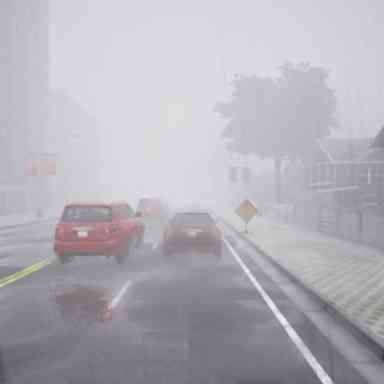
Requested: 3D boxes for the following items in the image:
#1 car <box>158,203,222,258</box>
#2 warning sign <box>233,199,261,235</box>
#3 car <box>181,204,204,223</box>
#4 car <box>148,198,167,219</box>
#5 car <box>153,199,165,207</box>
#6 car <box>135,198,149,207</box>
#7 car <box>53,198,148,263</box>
[{"bbox_3d":[0.025,1.482,13.434,2.097,1.767,4.553,0,-1,1],"label":"car"},{"bbox_3d":[2.861,1.286,17.508,1.300,1.860,1.060,0,0,0],"label":"warning sign"},{"bbox_3d":[0.036,1.806,28.905,1.812,1.442,4.674,0,0,1],"label":"car"},{"bbox_3d":[-3.230,1.493,27.588,2.150,2.045,5.566,0,0,0],"label":"car"},{"bbox_3d":[-6.494,2.158,64.997,1.812,1.442,4.674,0,0,1],"label":"car"},{"bbox_3d":[-9.743,1.985,64.980,2.097,1.767,4.553,0,-1,0],"label":"car"},{"bbox_3d":[-3.236,1.348,12.579,2.150,2.045,5.566,0,0,0],"label":"car"}]
